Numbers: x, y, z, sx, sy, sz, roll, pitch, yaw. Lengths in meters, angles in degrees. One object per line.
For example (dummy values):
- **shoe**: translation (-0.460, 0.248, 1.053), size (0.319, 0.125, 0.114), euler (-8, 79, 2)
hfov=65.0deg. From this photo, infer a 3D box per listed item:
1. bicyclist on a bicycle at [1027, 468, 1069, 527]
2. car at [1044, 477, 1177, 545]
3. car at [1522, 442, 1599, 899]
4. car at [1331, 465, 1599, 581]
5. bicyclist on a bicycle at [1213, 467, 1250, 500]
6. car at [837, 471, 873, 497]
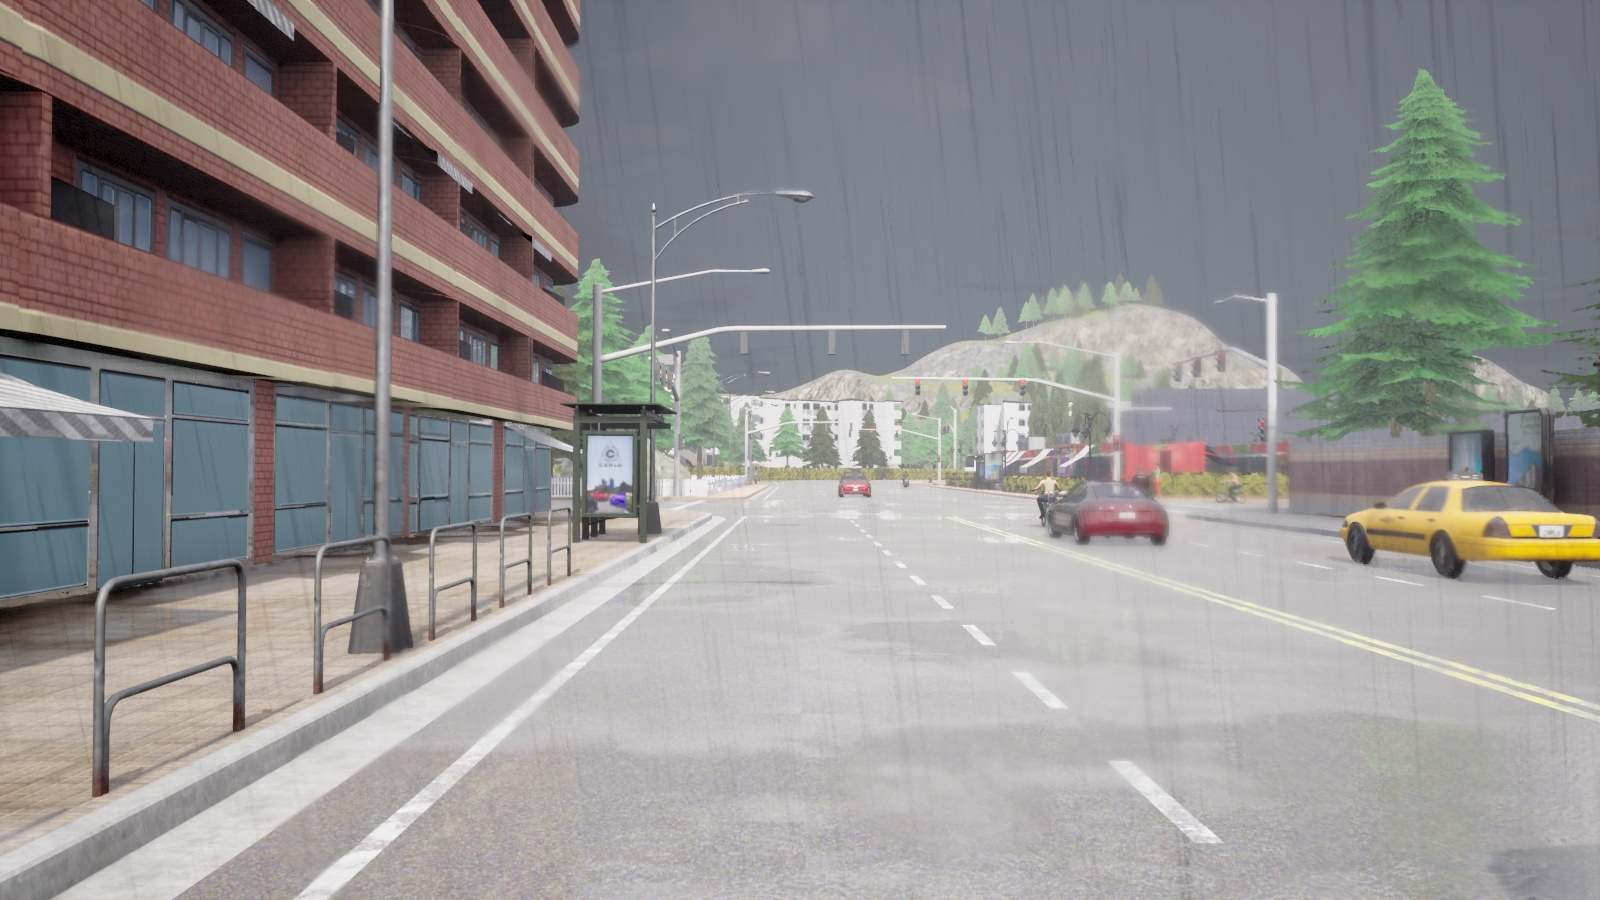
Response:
- **bicyclist on a bicycle**: translation (6.904, 1.310, 34.999), size (0.866, 1.612, 1.509), euler (0, -1, 0)
- **car**: translation (6.923, 1.328, 28.475), size (1.994, 1.385, 4.181), euler (0, -1, 0)
- **car**: translation (3.494, 0.762, 1.855), size (2.033, 1.649, 4.856), euler (0, -1, 0)
- **car**: translation (10.448, 1.045, 19.865), size (1.801, 1.575, 5.366), euler (0, -1, 0)
- **bicyclist on a bicycle**: translation (21.045, 1.638, 61.270), size (1.509, 1.612, 0.866), euler (0, -1, 0)
- **car**: translation (3.301, 2.029, 76.449), size (2.007, 1.525, 4.514), euler (0, -1, 0)
